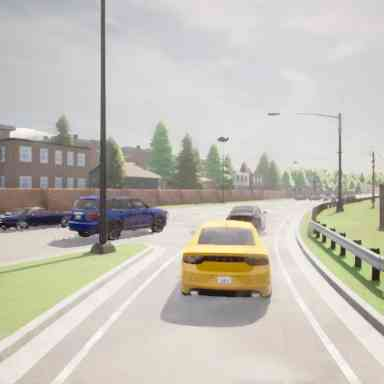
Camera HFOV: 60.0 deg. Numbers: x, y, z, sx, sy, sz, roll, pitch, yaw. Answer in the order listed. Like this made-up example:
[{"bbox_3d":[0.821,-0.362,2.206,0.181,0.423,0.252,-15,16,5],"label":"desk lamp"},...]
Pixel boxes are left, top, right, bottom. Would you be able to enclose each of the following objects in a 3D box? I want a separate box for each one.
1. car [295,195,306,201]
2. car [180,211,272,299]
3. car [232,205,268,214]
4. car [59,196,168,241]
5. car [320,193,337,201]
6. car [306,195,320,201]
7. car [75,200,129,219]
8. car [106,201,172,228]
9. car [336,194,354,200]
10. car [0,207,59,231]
[{"bbox_3d":[28.036,1.516,85.711,2.033,1.411,5.357,0,0,33],"label":"car"},{"bbox_3d":[0.914,1.475,8.598,1.882,1.535,5.008,0,0,7],"label":"car"},{"bbox_3d":[3.149,1.501,18.972,1.837,1.490,4.892,0,0,16],"label":"car"},{"bbox_3d":[-3.636,1.216,17.158,2.150,2.045,5.566,0,0,33],"label":"car"},{"bbox_3d":[33.932,1.202,81.937,2.150,2.045,5.566,0,0,33],"label":"car"},{"bbox_3d":[30.976,1.516,83.811,2.033,1.411,5.357,0,0,33],"label":"car"},{"bbox_3d":[-7.970,1.518,29.794,1.812,1.442,4.674,0,0,33],"label":"car"},{"bbox_3d":[-3.611,1.500,23.642,1.837,1.490,4.892,0,0,33],"label":"car"},{"bbox_3d":[36.855,1.517,80.013,2.033,1.411,5.357,0,0,33],"label":"car"},{"bbox_3d":[-9.724,1.595,20.631,1.895,1.301,4.718,0,0,33],"label":"car"}]
